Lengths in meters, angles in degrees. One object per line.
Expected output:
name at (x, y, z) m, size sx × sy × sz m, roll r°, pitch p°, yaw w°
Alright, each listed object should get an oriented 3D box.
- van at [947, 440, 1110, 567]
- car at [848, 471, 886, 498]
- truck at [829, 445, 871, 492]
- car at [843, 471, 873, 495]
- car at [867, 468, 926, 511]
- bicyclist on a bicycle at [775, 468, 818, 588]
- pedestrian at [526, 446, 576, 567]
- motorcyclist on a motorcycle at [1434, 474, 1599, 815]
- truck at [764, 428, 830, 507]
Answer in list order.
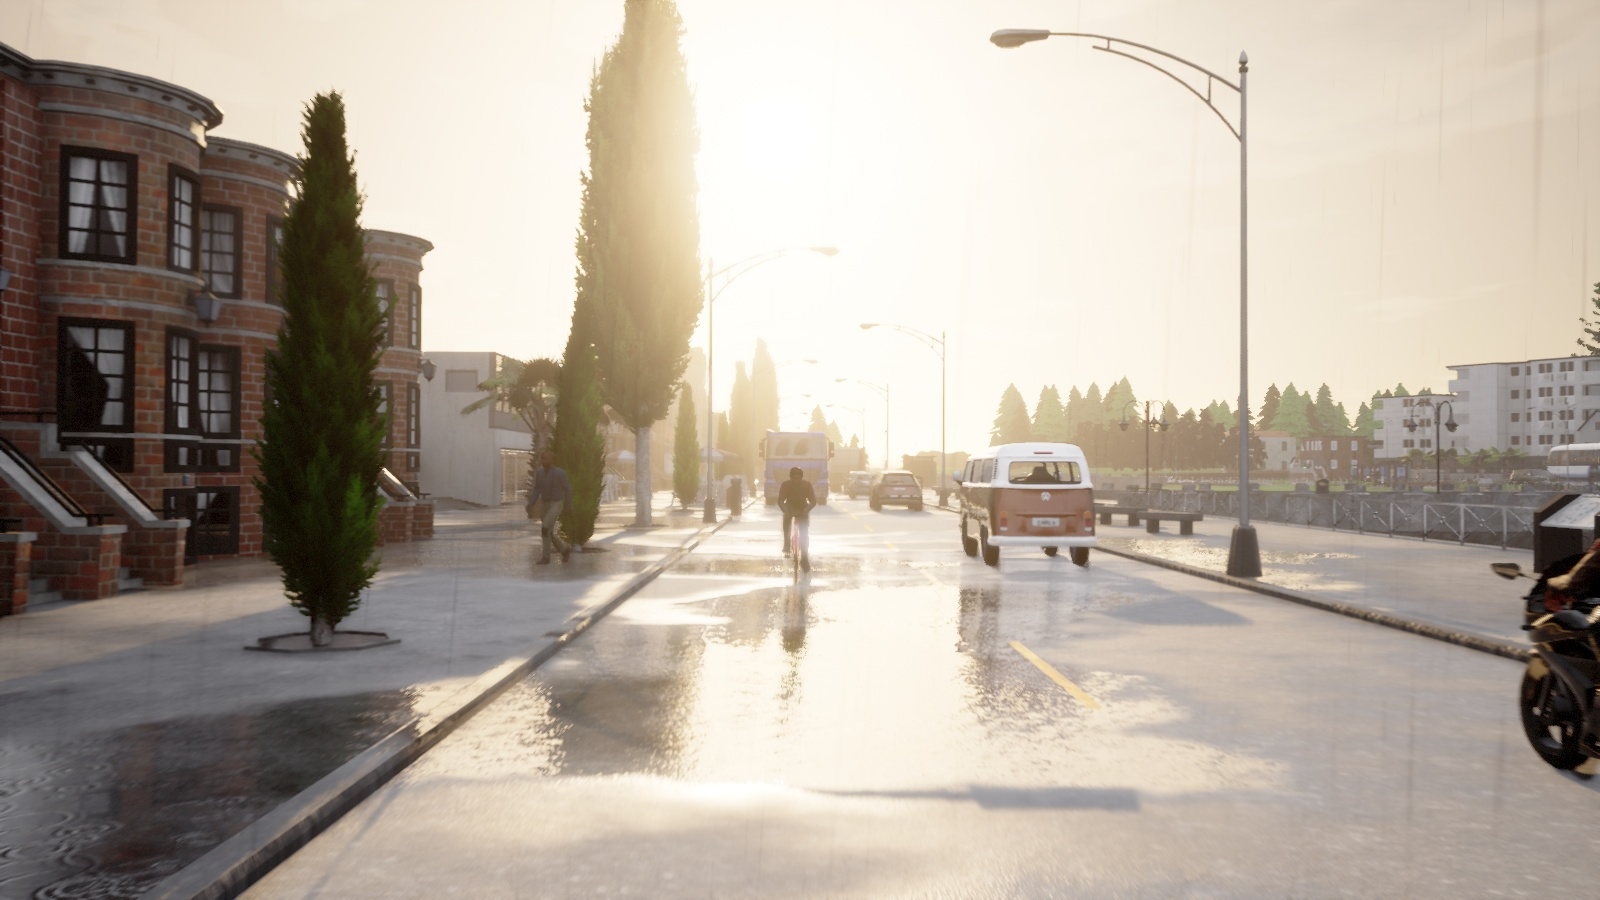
van at (3.940, 0.898, 22.414) m, size 2.069 × 2.038 × 4.480 m, roll 0°, pitch -1°, yaw 0°
car at (3.813, 1.978, 72.452) m, size 1.970 × 1.475 × 3.806 m, roll 0°, pitch -1°, yaw 0°
truck at (3.749, 1.423, 95.919) m, size 2.891 × 3.462 × 7.936 m, roll 0°, pitch -1°, yaw 0°
car at (3.786, 2.164, 82.757) m, size 1.789 × 1.549 × 3.705 m, roll 0°, pitch -1°, yaw 0°
car at (3.867, 1.586, 51.155) m, size 2.033 × 1.649 × 4.856 m, roll 0°, pitch -1°, yaw 0°
bicyclist on a bicycle at (-0.045, 1.067, 17.859) m, size 0.582 × 1.620 × 1.656 m, roll 0°, pitch -1°, yaw 0°
pedestrian at (-3.859, 0.866, 19.498) m, size 0.370 × 1.835 × 0.726 m, roll -1°, pitch -1°, yaw 31°
motorcyclist on a motorcycle at (3.984, 0.882, 6.058) m, size 0.797 × 1.523 × 2.044 m, roll 0°, pitch -1°, yaw 0°
truck at (-0.157, 0.826, 59.315) m, size 2.891 × 3.462 × 7.936 m, roll 0°, pitch -1°, yaw 0°
